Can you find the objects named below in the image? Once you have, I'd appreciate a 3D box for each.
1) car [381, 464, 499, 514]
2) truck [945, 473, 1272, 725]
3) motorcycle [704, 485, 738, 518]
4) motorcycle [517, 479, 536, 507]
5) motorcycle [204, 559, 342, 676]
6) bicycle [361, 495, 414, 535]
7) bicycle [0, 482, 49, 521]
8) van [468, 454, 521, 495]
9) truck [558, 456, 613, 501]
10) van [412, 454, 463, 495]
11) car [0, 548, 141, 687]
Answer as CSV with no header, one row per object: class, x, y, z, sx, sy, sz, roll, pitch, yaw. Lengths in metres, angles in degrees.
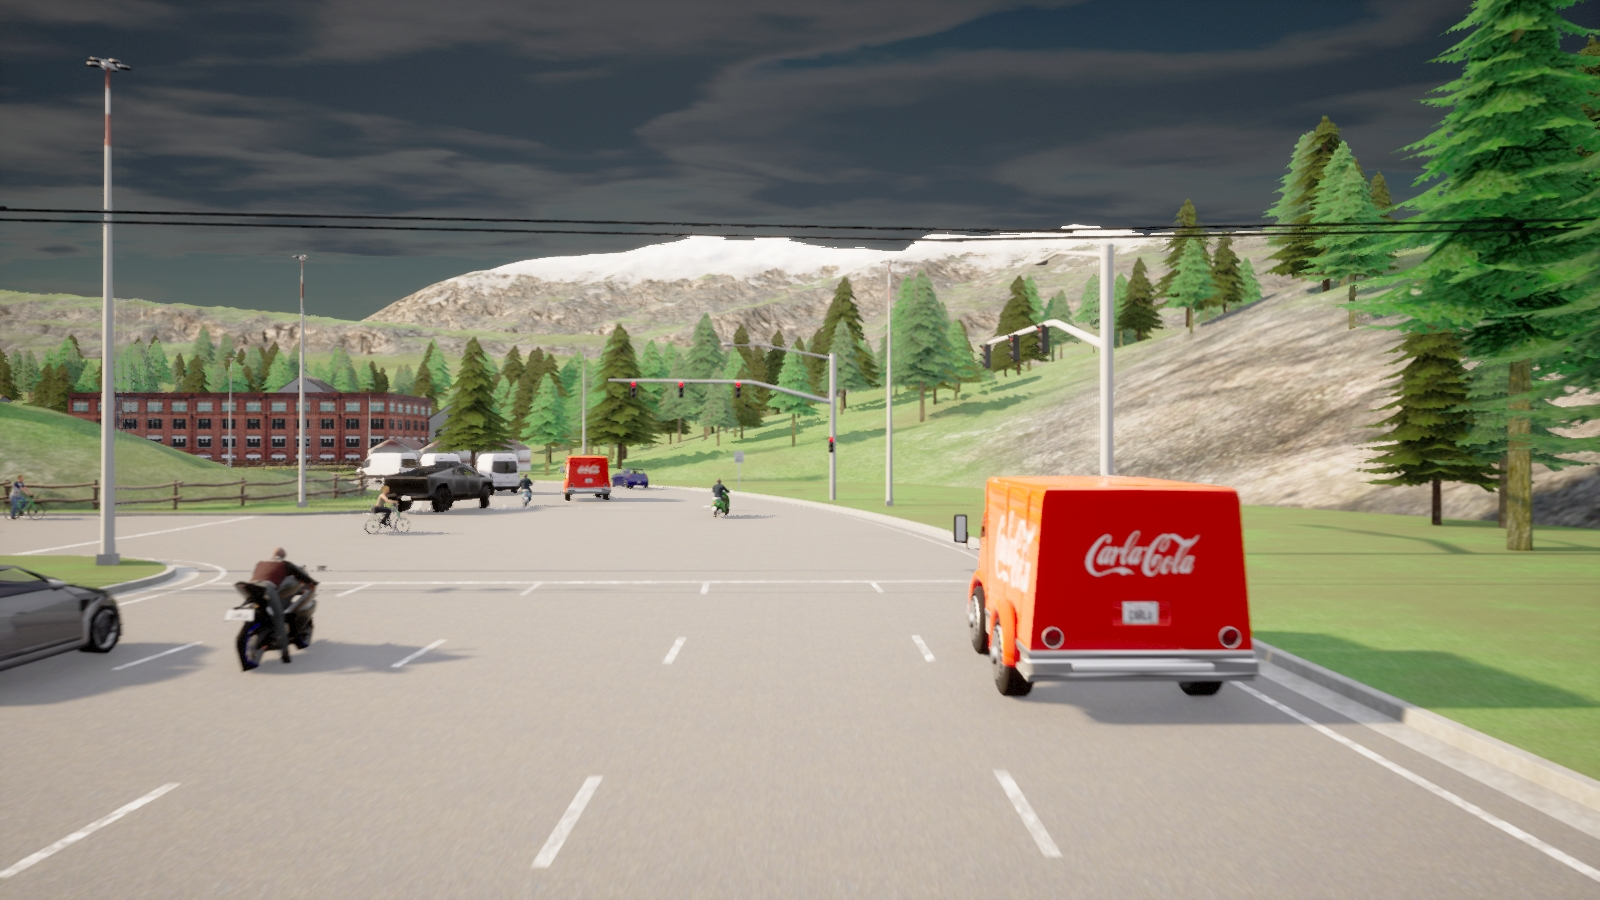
car,-16.526,1.753,52.904,2.390,2.098,6.274,0,0,12
truck,3.483,1.568,14.276,2.627,2.467,5.204,0,0,-1
motorcycle,-3.292,2.142,47.770,0.856,1.316,1.805,-2,-1,15
motorcycle,-13.720,2.142,57.334,0.856,1.316,1.805,-2,0,-12
motorcycle,-7.040,2.205,15.401,0.867,1.251,2.209,0,0,-1
bicycle,-13.706,2.158,38.008,1.487,1.276,0.859,0,-1,-34
bicycle,-30.960,2.055,45.610,1.643,1.496,0.373,-1,0,-1
van,-20.135,1.535,75.072,1.988,2.561,5.915,0,0,-29
truck,-12.314,1.570,65.338,2.627,2.467,5.204,0,0,-16
van,-23.509,1.535,74.014,1.988,2.561,5.915,0,0,-29
car,-10.519,2.119,14.473,1.994,1.385,4.181,0,0,-1
